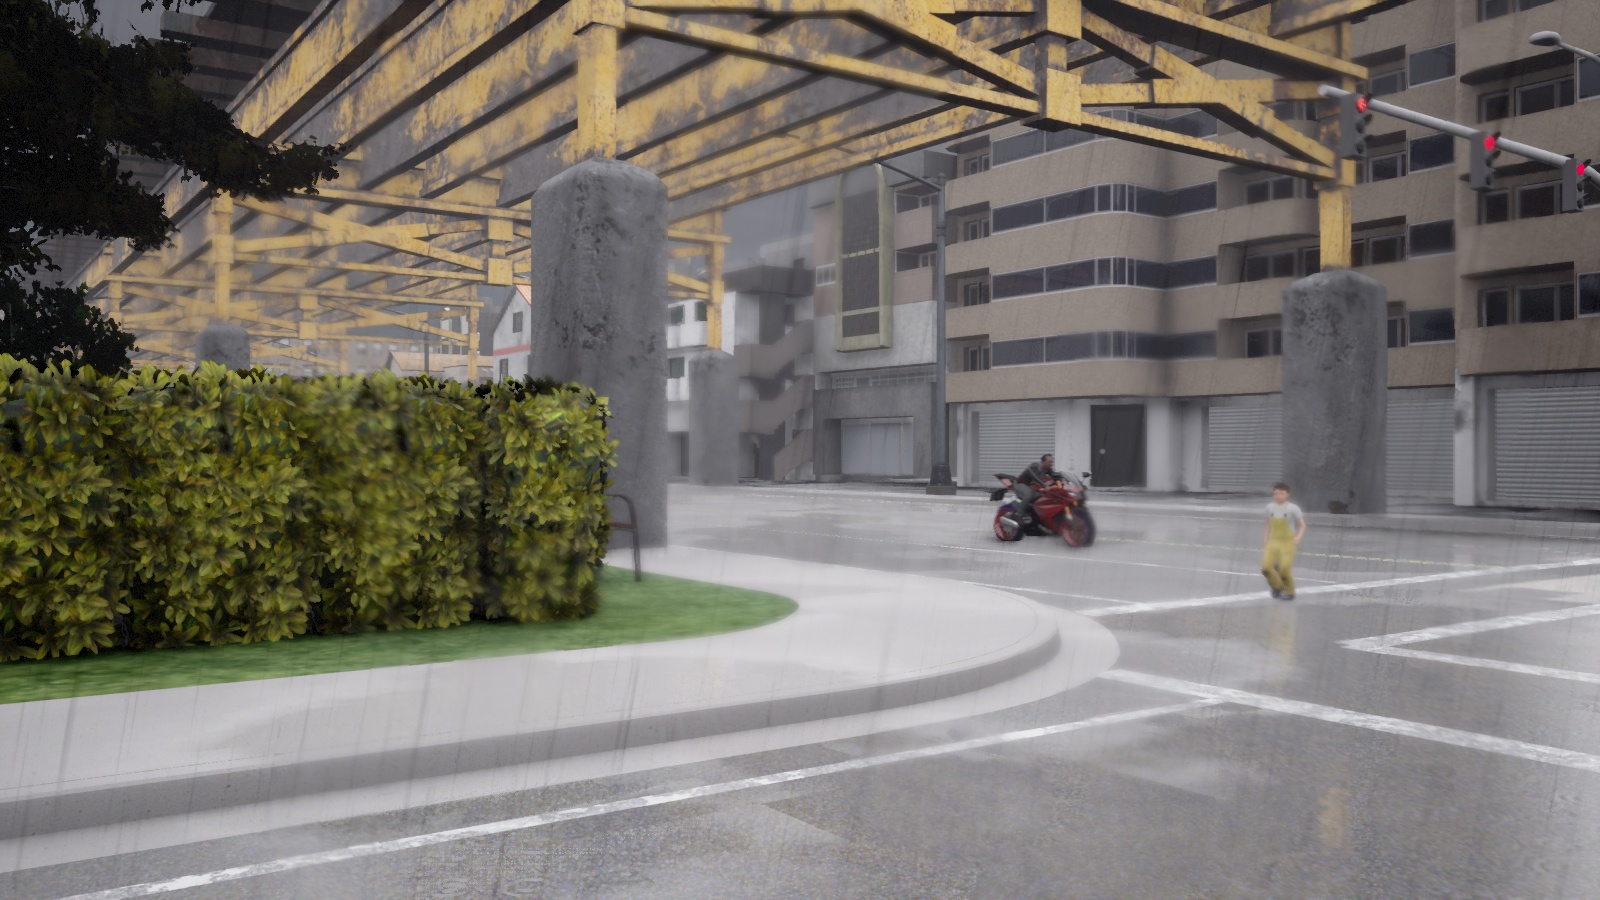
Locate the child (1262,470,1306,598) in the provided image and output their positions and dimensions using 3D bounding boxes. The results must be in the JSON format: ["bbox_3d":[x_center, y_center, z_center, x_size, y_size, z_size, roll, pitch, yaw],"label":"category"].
[{"bbox_3d":[4.903,0.841,12.720,0.270,1.263,0.437,0,0,43],"label":"child"}]

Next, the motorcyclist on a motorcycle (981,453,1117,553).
[{"bbox_3d":[4.038,0.821,20.532,0.866,1.530,2.191,0,0,-35],"label":"motorcyclist on a motorcycle"}]
